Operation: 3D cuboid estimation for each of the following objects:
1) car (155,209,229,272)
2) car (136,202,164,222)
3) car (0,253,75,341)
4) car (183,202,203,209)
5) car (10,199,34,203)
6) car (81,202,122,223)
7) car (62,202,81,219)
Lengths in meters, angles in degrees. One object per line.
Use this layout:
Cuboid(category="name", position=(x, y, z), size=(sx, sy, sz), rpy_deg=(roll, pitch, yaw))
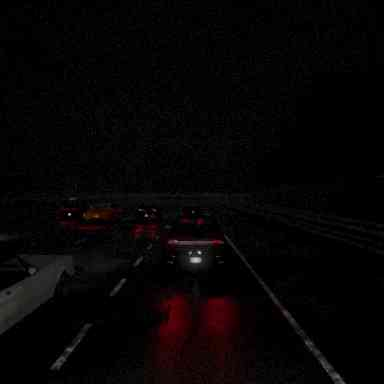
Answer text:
Cuboid(category="car", position=(0.097, 1.520, 10.852), size=(2.128, 1.511, 4.902), rpy_deg=(0, 0, 0))
Cuboid(category="car", position=(-3.508, 1.624, 28.077), size=(2.128, 1.511, 4.902), rpy_deg=(0, 0, 0))
Cuboid(category="car", position=(-3.502, 1.608, 5.252), size=(1.895, 1.301, 4.718), rpy_deg=(0, 0, 0))
Cuboid(category="car", position=(0.090, 1.689, 33.078), size=(1.812, 1.442, 4.674), rpy_deg=(0, 0, 0))
Cuboid(category="car", position=(-21.012, 1.631, 40.894), size=(2.097, 1.767, 4.553), rpy_deg=(0, 0, 0))
Cuboid(category="car", position=(-6.907, 1.600, 26.464), size=(1.882, 1.535, 5.008), rpy_deg=(0, 0, 0))
Cuboid(category="car", position=(-10.409, 1.654, 30.701), size=(1.837, 1.490, 4.892), rpy_deg=(0, 0, 0))
